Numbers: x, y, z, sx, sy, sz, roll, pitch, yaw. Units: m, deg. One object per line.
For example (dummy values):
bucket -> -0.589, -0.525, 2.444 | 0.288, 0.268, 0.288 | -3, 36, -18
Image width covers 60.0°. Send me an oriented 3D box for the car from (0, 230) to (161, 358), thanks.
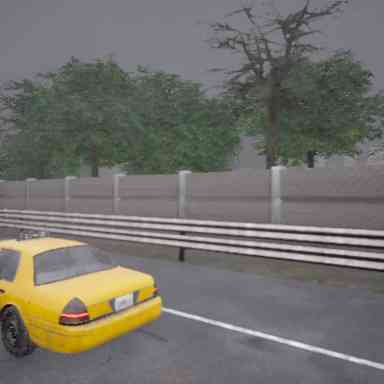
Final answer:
car -> -3.009, 1.474, 6.014 | 5.366, 1.575, 1.801 | 0, 0, 35
